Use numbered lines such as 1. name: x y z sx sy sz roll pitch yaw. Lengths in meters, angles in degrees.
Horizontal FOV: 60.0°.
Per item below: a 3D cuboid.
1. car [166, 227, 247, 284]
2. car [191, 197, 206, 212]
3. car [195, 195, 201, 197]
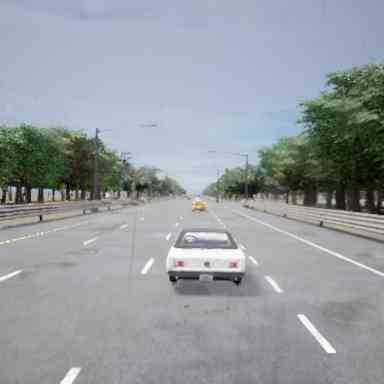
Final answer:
1. car: 0.375 1.696 9.853 1.895 1.301 4.718 1 -1 1
2. car: 1.001 1.908 46.762 1.882 1.535 5.008 1 -1 1
3. car: 1.662 2.308 86.019 1.812 1.442 4.674 1 -1 1
